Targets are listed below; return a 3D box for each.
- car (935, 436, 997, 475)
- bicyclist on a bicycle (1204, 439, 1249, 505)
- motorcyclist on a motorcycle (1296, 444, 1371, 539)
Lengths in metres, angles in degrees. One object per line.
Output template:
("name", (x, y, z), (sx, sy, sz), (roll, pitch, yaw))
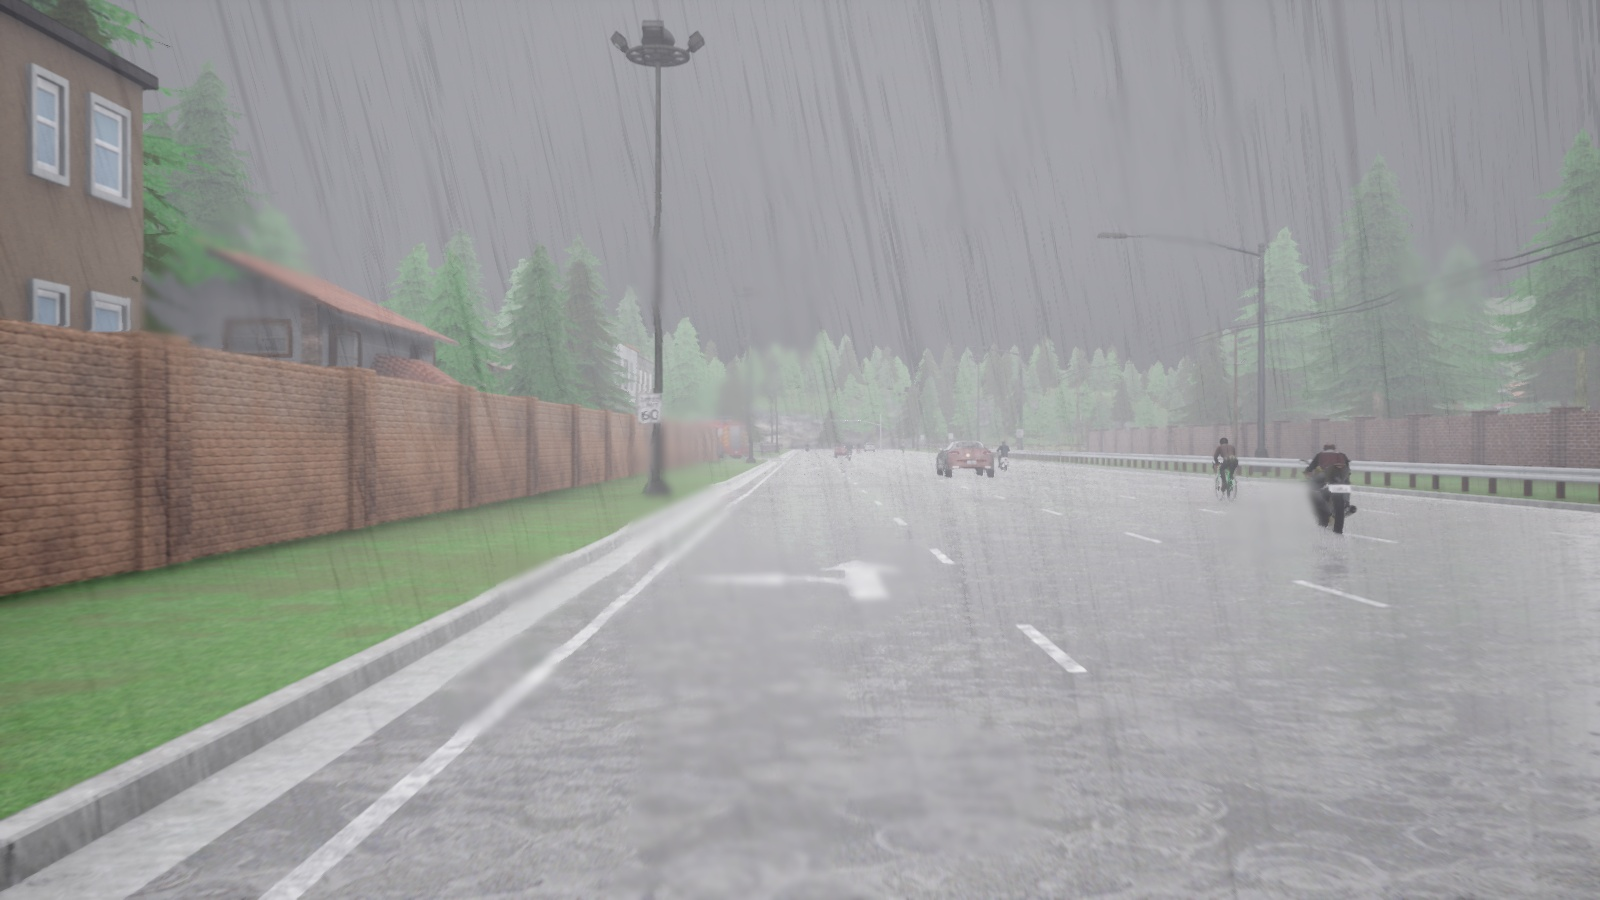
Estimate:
("car", (7.333, 0.216, 55.982), (2.152, 1.651, 5.027), (0, 0, 0))
("bicyclist on a bicycle", (10.676, 0.531, 31.466), (0.582, 1.620, 1.656), (0, 0, 1))
("motorcyclist on a motorcycle", (9.109, 0.667, 21.530), (0.866, 1.530, 2.191), (0, 0, 15))
